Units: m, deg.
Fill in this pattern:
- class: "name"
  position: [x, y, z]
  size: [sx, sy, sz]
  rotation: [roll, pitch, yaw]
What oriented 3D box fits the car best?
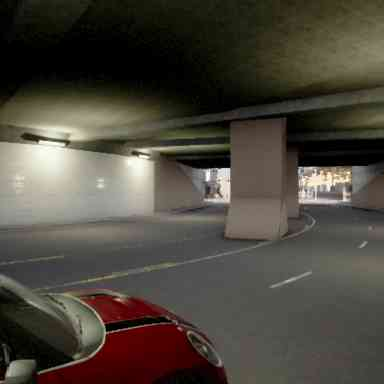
- class: "car"
  position: [-1.874, 1.347, 2.404]
  size: [4.553, 1.767, 2.097]
  rotation: [0, 0, -36]
